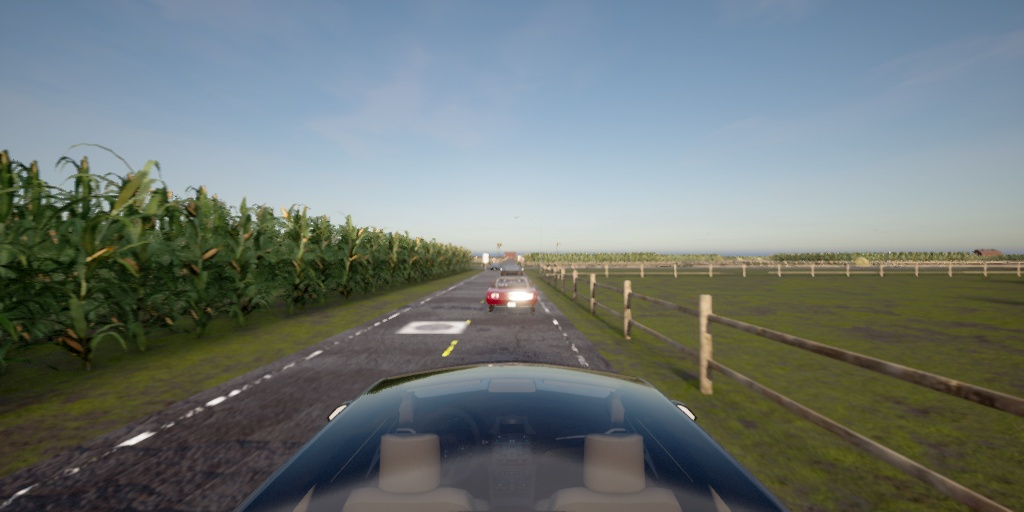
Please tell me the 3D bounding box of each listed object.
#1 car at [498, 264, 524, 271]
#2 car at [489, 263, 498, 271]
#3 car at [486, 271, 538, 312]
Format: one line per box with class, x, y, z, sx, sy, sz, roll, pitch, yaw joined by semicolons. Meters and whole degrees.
car;0.003;1.509;31.086;1.882;1.535;5.008;0;0;0
car;-2.842;1.851;61.551;2.033;1.411;5.357;0;0;1
car;0.004;1.482;15.077;1.895;1.301;4.718;0;-1;0
